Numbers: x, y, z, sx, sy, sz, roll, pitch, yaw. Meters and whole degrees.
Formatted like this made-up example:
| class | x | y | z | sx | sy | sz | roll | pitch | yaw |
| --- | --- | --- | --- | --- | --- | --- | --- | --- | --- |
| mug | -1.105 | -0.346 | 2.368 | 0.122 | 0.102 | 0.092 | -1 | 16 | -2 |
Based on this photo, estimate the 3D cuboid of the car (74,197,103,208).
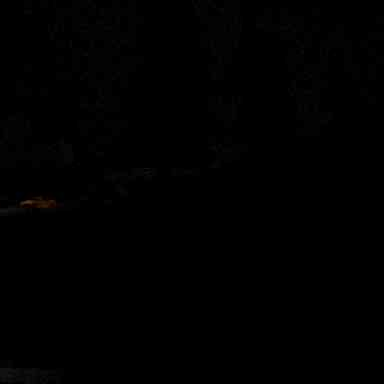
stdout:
| class | x | y | z | sx | sy | sz | roll | pitch | yaw |
| --- | --- | --- | --- | --- | --- | --- | --- | --- | --- |
| car | -14.461 | 1.439 | 46.872 | 2.033 | 1.411 | 5.357 | 0 | 0 | 11 |

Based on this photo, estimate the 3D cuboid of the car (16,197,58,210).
| class | x | y | z | sx | sy | sz | roll | pitch | yaw |
| --- | --- | --- | --- | --- | --- | --- | --- | --- | --- |
| car | -19.060 | 1.360 | 41.368 | 1.882 | 1.535 | 5.008 | 0 | 0 | 11 |

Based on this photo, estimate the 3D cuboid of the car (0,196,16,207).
| class | x | y | z | sx | sy | sz | roll | pitch | yaw |
| --- | --- | --- | --- | --- | --- | --- | --- | --- | --- |
| car | -25.570 | 1.333 | 44.647 | 1.882 | 1.535 | 5.008 | 0 | 0 | 11 |

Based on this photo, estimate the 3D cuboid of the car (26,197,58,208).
| class | x | y | z | sx | sy | sz | roll | pitch | yaw |
| --- | --- | --- | --- | --- | --- | --- | --- | --- | --- |
| car | -21.417 | 1.467 | 47.767 | 1.895 | 1.301 | 4.718 | 0 | 0 | 11 |
